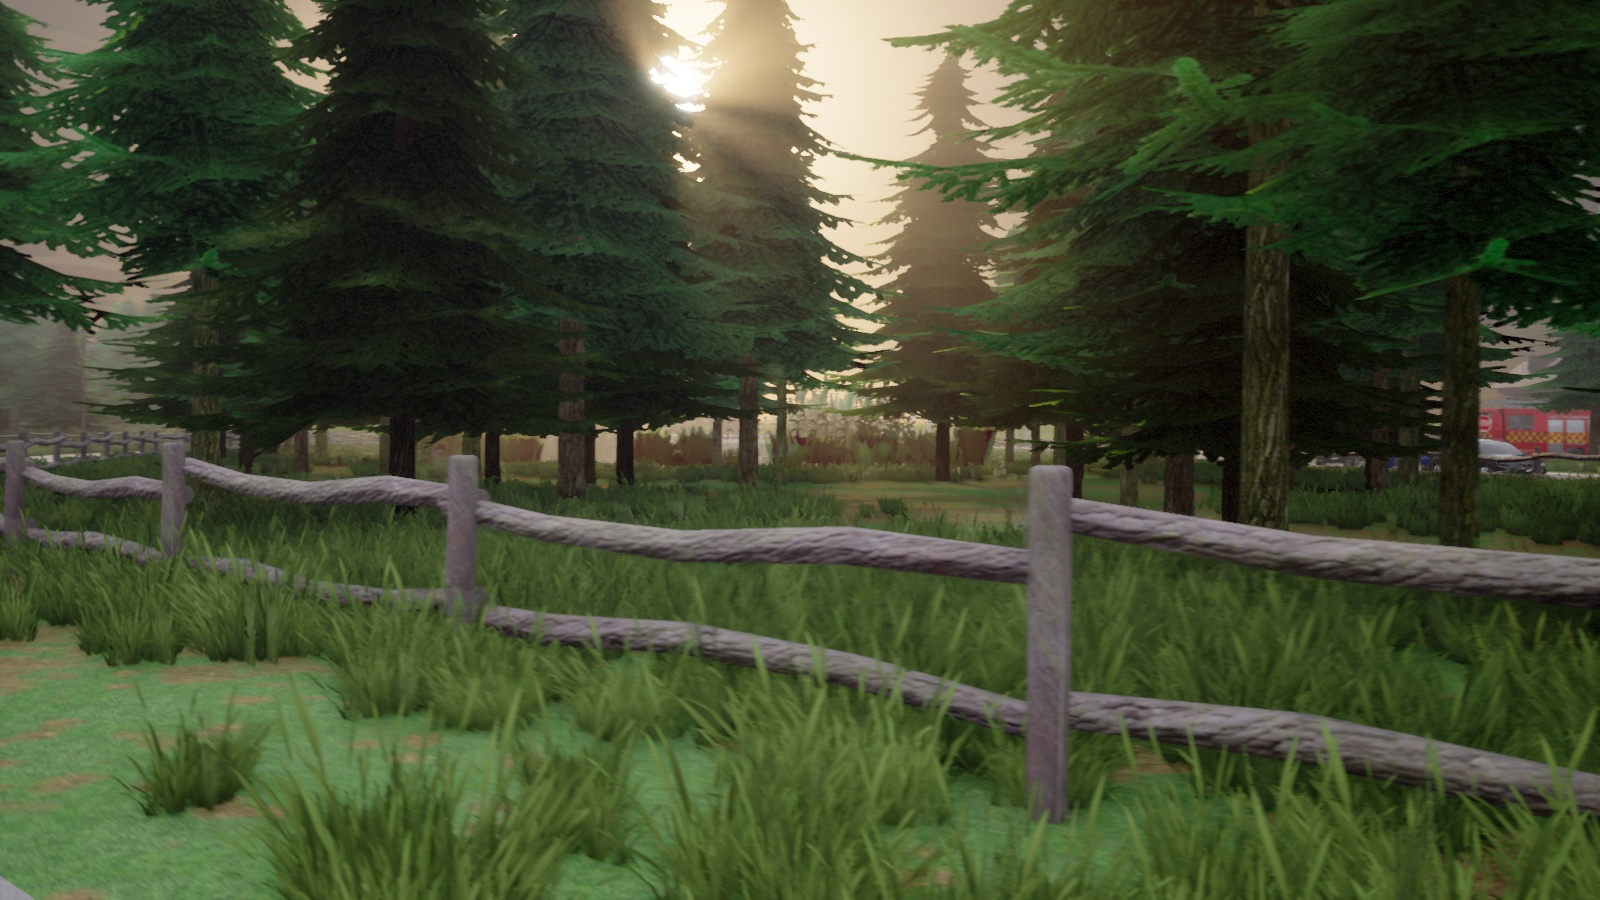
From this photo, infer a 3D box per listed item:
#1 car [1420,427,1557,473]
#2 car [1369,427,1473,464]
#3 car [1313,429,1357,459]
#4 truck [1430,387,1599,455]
[{"bbox_3d":[23.793,-0.035,43.642,1.837,1.490,4.892,-1,1,-4],"label":"car"},{"bbox_3d":[26.749,-0.222,54.307,1.882,1.535,5.008,-1,1,-2],"label":"car"},{"bbox_3d":[28.145,-0.336,66.034,1.837,1.490,4.892,-1,0,26],"label":"car"},{"bbox_3d":[41.681,-1.689,73.322,8.468,3.827,2.891,-1,1,-5],"label":"truck"}]
